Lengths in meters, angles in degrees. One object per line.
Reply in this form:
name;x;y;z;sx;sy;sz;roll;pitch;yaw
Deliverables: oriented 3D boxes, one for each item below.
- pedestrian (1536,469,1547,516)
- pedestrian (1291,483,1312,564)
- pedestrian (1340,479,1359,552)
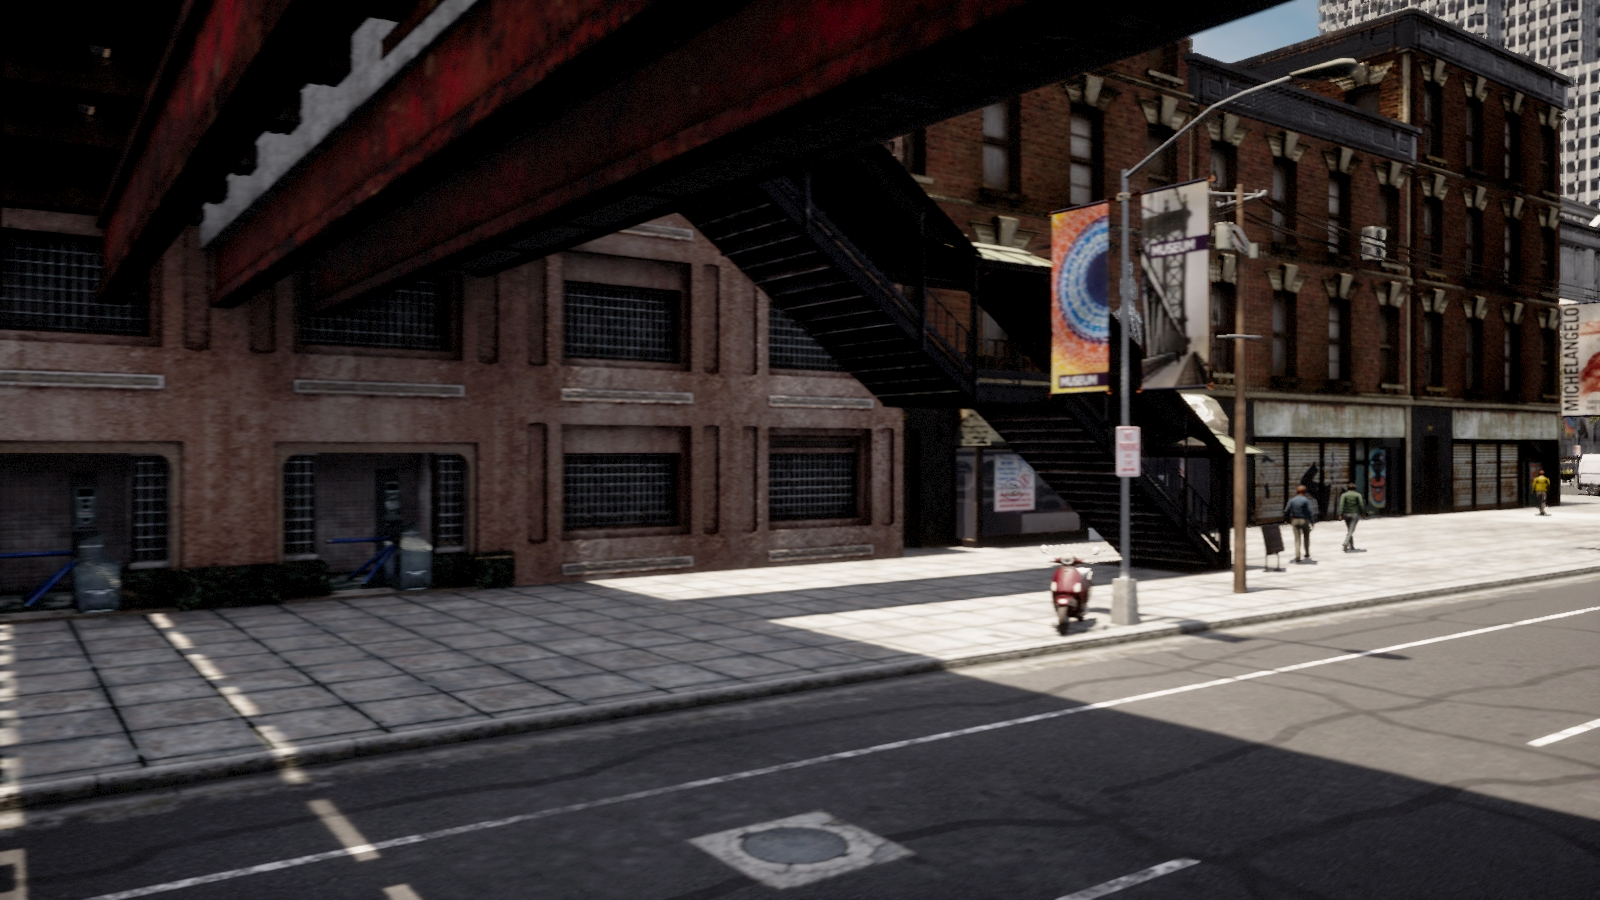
pedestrian;29.743;1.696;45.829;0.375;1.860;0.375;0;0;34
pedestrian;11.676;1.696;26.577;0.375;1.860;0.375;0;0;37
pedestrian;14.248;1.696;29.605;0.375;1.860;0.375;0;0;38
